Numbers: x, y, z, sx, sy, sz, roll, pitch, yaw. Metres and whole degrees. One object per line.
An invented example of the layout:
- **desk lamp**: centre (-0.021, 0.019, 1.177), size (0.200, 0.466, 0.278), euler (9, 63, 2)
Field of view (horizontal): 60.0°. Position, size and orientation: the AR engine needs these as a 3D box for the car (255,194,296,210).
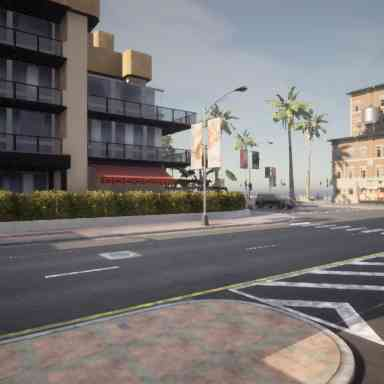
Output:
- **car**: centre (10.750, 1.221, 43.240), size (2.150, 2.045, 5.566), euler (0, 0, -35)
